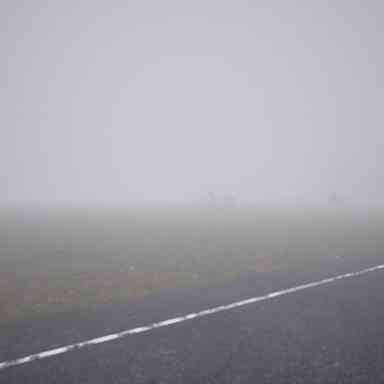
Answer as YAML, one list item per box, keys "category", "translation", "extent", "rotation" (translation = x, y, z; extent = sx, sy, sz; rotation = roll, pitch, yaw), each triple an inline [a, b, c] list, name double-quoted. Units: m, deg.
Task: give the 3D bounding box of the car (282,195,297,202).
- category: "car"
  translation: [20.073, 1.385, 69.599]
  extent: [1.994, 1.385, 4.181]
  rotation: [0, 0, -34]

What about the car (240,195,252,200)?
- category: "car"
  translation: [12.464, 1.266, 81.093]
  extent: [1.895, 1.301, 4.718]
  rotation: [0, 0, -34]
